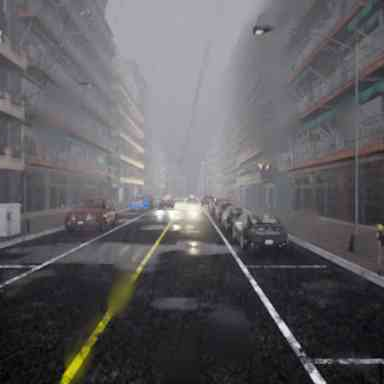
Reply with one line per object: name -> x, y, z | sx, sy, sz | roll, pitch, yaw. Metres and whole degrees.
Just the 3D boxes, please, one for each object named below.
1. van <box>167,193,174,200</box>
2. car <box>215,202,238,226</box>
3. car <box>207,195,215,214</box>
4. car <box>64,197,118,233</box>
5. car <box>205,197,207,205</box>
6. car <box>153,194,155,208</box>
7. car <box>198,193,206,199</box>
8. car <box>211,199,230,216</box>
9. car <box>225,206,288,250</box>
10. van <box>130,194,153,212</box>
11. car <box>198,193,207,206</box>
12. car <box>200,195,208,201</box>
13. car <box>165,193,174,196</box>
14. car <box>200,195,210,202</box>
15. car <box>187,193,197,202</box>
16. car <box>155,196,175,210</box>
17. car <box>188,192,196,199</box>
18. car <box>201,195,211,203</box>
van -> -5.694, 1.134, 87.396 | 1.690, 1.788, 3.998 | 0, 0, 0
car -> 2.690, 1.476, 19.434 | 2.008, 1.369, 4.403 | 0, 0, 0
car -> 2.689, 1.324, 30.756 | 1.967, 1.590, 4.097 | 0, 0, 0
car -> -5.691, 1.241, 19.454 | 2.192, 1.841, 5.009 | 0, 0, 0
car -> 2.689, 1.447, 36.420 | 1.802, 1.307, 4.206 | 0, 0, 0
car -> -5.692, 1.168, 42.100 | 2.192, 1.841, 5.009 | 0, 0, 0
car -> 2.686, 1.108, 93.034 | 2.192, 1.841, 5.009 | 0, 0, 0
car -> 2.689, 1.448, 25.096 | 1.887, 1.381, 4.507 | 0, 0, 0
car -> 2.690, 1.498, 13.771 | 2.008, 1.369, 4.403 | 0, 0, 0
van -> -5.691, 1.207, 36.440 | 1.690, 1.788, 3.998 | 0, 0, 0
car -> 2.387, 1.191, 49.337 | 2.097, 1.767, 4.553 | 0, 0, 0
car -> 2.687, 1.324, 76.220 | 1.752, 1.417, 4.829 | 0, 0, 0
car -> -5.693, 1.324, 75.903 | 1.752, 1.417, 4.829 | 0, 0, 0
car -> 2.688, 1.349, 70.392 | 1.887, 1.381, 4.507 | 0, 0, 0
car -> 0.000, 1.342, 67.822 | 2.033, 1.411, 5.357 | 0, 0, 0
car -> -3.089, 1.456, 40.994 | 1.895, 1.301, 4.718 | 0, 0, 0
car -> 0.001, 0.960, 87.617 | 2.097, 1.767, 4.553 | 0, 0, 0
car -> 2.688, 1.358, 64.726 | 1.887, 1.381, 4.507 | 0, 0, 0
